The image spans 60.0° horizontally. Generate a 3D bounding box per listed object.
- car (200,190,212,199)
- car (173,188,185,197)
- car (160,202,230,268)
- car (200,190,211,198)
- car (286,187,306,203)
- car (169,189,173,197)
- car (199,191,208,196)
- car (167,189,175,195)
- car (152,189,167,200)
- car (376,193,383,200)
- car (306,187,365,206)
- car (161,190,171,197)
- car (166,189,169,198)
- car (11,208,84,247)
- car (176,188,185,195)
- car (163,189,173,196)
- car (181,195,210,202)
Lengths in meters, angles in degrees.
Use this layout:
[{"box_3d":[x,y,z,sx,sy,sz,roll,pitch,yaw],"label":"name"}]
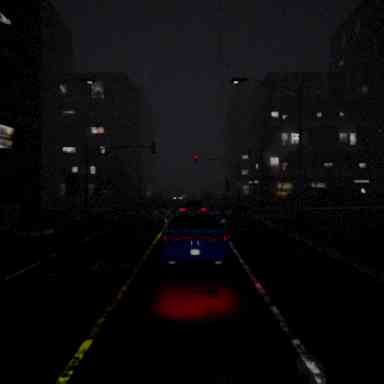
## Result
[{"box_3d":[2.676,0.461,61.472,1.967,1.590,4.097,0,1,0],"label":"car"},{"box_3d":[-3.015,0.413,71.029,2.033,1.411,5.357,0,1,0],"label":"car"},{"box_3d":[0.096,1.302,10.706,1.882,1.535,5.008,0,1,0],"label":"car"},{"box_3d":[2.675,0.373,67.154,1.967,1.590,4.097,0,1,0],"label":"car"},{"box_3d":[14.550,0.331,42.101,5.009,1.841,2.192,-1,2,0],"label":"car"},{"box_3d":[-5.705,0.248,67.148,2.192,1.841,5.009,0,1,0],"label":"car"},{"box_3d":[2.673,0.339,78.520,1.802,1.307,4.206,0,1,0],"label":"car"},{"box_3d":[-5.710,0.024,89.878,1.967,1.590,4.097,0,1,0],"label":"car"},{"box_3d":[-5.703,0.675,55.789,1.947,1.339,4.313,0,1,0],"label":"car"},{"box_3d":[25.646,0.389,42.207,4.206,1.307,1.802,-1,2,0],"label":"car"},{"box_3d":[14.686,0.481,33.724,5.009,1.841,2.192,-1,2,0],"label":"car"},{"box_3d":[-5.706,0.373,72.663,1.752,1.417,4.829,0,1,0],"label":"car"},{"box_3d":[-5.704,0.549,61.300,1.752,1.417,4.829,0,1,0],"label":"car"},{"box_3d":[-5.745,1.356,13.771,1.802,1.307,4.206,0,1,0],"label":"car"},{"box_3d":[-3.018,-0.190,87.490,2.097,1.767,4.553,0,1,0],"label":"car"},{"box_3d":[-5.707,0.198,78.514,1.967,1.590,4.097,0,1,0],"label":"car"},{"box_3d":[0.092,1.169,21.899,1.812,1.442,4.674,0,1,2],"label":"car"}]
